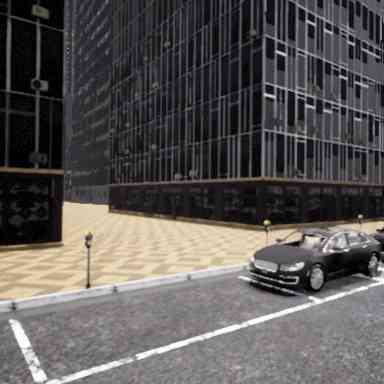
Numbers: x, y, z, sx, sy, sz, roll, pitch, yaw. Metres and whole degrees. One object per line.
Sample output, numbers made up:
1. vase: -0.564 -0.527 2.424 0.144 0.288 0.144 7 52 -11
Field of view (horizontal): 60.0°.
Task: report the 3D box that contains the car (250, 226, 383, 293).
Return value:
1. car: 3.479 1.636 9.034 4.403 1.369 2.008 1 0 -35
